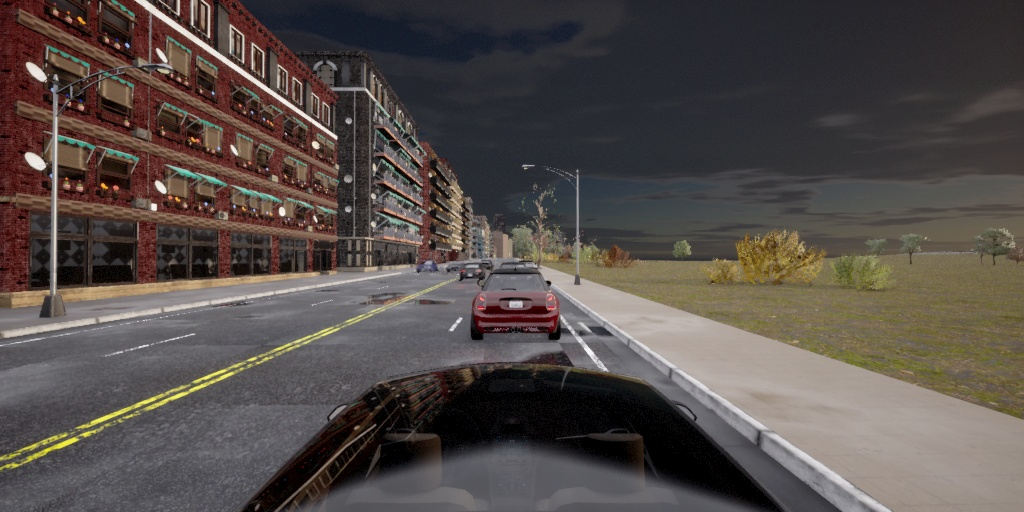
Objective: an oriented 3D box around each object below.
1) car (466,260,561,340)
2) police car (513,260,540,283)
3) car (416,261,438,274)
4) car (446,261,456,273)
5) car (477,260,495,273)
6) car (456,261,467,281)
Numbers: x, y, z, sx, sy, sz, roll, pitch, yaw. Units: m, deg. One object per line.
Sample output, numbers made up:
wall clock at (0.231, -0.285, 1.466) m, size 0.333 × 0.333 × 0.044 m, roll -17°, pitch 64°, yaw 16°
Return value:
car at (0.080, 1.103, 10.112) m, size 2.097 × 1.767 × 4.553 m, roll 0°, pitch 0°, yaw 0°
police car at (1.096, 1.179, 29.380) m, size 1.930 × 1.638 × 5.238 m, roll 0°, pitch 0°, yaw 0°
car at (-9.910, 1.279, 42.232) m, size 1.812 × 1.442 × 4.674 m, roll 0°, pitch 0°, yaw 0°
car at (-6.661, 1.317, 43.203) m, size 1.994 × 1.385 × 4.181 m, roll 0°, pitch 0°, yaw 0°
car at (-3.214, 1.257, 45.099) m, size 1.837 × 1.490 × 4.892 m, roll 0°, pitch 0°, yaw 0°
car at (-3.192, 1.279, 29.667) m, size 1.812 × 1.442 × 4.674 m, roll 0°, pitch 0°, yaw 0°
